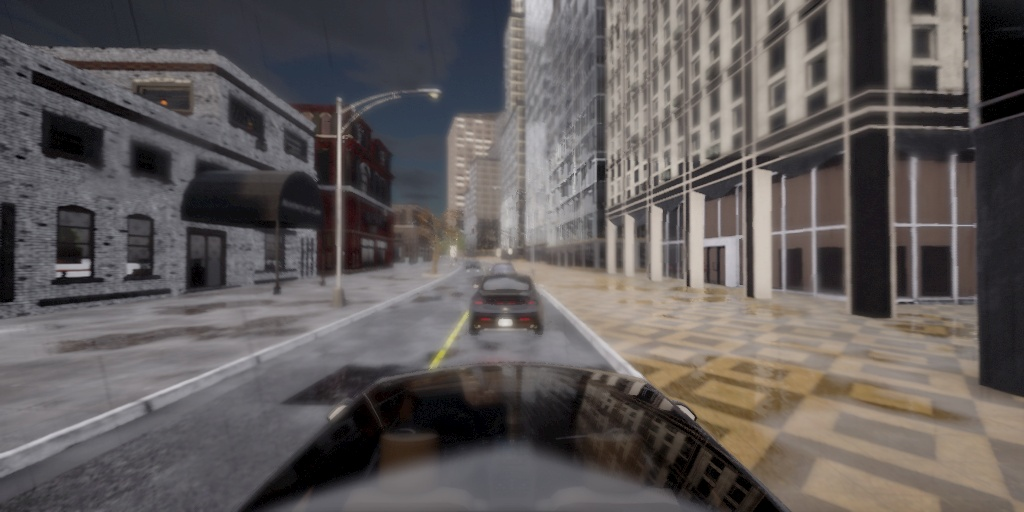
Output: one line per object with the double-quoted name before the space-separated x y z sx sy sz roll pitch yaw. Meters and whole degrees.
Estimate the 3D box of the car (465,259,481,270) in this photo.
"car" -5.000 1.078 46.249 1.994 1.385 4.181 0 0 -5

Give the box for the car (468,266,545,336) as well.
"car" -0.100 1.213 10.314 1.837 1.490 4.892 0 0 1

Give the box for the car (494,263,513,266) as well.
"car" -0.586 1.180 24.827 2.033 1.411 5.357 0 0 -2
